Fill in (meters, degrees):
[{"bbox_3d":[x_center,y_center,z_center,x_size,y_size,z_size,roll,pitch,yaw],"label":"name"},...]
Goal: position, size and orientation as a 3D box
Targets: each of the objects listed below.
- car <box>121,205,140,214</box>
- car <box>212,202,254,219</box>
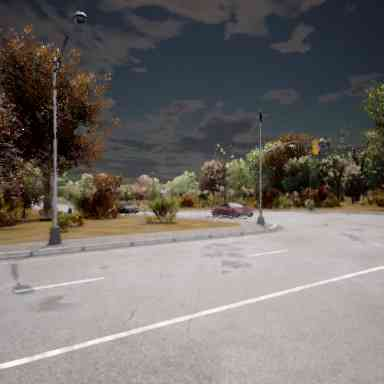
[{"bbox_3d":[-10.043,2.827,52.325,2.033,1.411,5.357,0,-3,-32],"label":"car"},{"bbox_3d":[3.646,1.663,30.758,1.812,1.442,4.674,0,-1,-32],"label":"car"}]
